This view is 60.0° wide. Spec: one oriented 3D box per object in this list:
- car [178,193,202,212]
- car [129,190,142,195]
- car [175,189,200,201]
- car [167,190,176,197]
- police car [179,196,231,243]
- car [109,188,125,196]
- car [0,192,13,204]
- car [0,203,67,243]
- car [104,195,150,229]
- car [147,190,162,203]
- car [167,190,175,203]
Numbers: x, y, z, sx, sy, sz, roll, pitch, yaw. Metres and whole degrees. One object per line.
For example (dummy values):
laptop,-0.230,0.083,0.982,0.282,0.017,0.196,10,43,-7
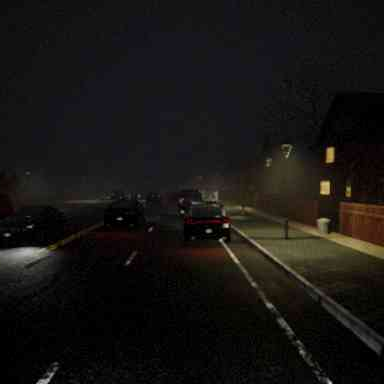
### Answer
car,0.088,1.097,24.841,1.882,1.535,5.008,0,1,-3
car,-9.610,0.535,56.720,2.097,1.767,4.553,0,1,-4
car,-0.233,0.754,30.896,2.150,2.045,5.566,0,1,-3
car,-4.497,0.346,72.642,1.882,1.535,5.008,0,1,-6
police car,0.527,1.194,14.895,1.930,1.638,5.238,0,1,-2
car,-12.962,0.399,57.864,2.150,2.045,5.566,0,1,-4
car,-10.341,1.013,15.381,2.150,2.045,5.566,0,1,-2
car,-7.072,1.315,14.908,1.812,1.442,4.674,0,1,-2
car,-3.800,1.190,19.421,1.882,1.535,5.008,0,1,-3
car,-5.535,0.642,48.403,2.097,1.767,4.553,0,1,-4
car,-2.370,0.623,48.750,2.097,1.767,4.553,0,1,-5
